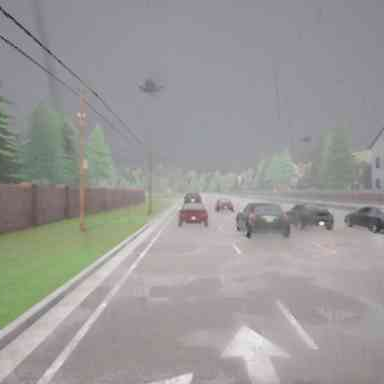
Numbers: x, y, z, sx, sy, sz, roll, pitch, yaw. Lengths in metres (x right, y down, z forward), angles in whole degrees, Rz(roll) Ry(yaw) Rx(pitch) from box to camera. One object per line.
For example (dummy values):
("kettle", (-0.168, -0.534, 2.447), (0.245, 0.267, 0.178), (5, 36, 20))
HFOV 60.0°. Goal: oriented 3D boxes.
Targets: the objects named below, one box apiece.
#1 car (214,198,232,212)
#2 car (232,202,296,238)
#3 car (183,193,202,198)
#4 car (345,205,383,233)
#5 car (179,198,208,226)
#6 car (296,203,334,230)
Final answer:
("car", (3.583, 1.459, 37.638), (1.812, 1.442, 4.674), (0, 0, 0))
("car", (3.598, 1.321, 17.555), (2.097, 1.767, 4.553), (0, 0, 0))
("car", (0.096, 1.149, 41.300), (2.150, 2.045, 5.566), (0, 0, 0))
("car", (10.585, 1.492, 19.083), (1.812, 1.442, 4.674), (0, 0, 0))
("car", (0.098, 1.437, 22.825), (1.882, 1.535, 5.008), (0, 0, 0))
("car", (7.099, 1.468, 20.629), (1.837, 1.490, 4.892), (0, 0, 0))
